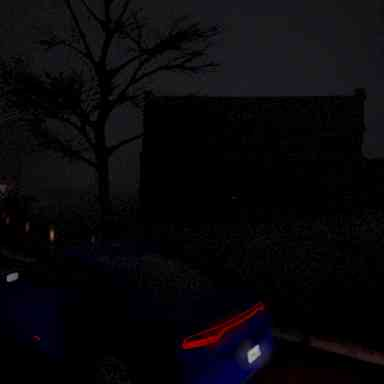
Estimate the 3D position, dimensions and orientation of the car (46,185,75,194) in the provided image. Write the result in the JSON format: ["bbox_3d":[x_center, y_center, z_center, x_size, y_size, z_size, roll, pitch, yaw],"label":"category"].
[{"bbox_3d":[-24.937,-0.628,62.190,4.553,1.767,2.185,2,2,19],"label":"car"}]

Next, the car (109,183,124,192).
[{"bbox_3d":[-19.710,-1.130,77.887,5.566,2.045,2.435,2,2,19],"label":"car"}]

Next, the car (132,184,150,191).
[{"bbox_3d":[-14.379,-1.396,93.548,4.553,1.767,2.185,2,2,19],"label":"car"}]

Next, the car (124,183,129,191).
[{"bbox_3d":[-18.635,-0.940,80.441,5.366,1.575,1.946,2,2,19],"label":"car"}]

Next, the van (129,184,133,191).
[{"bbox_3d":[-17.813,-1.233,83.067,4.442,1.987,1.878,2,2,19],"label":"van"}]

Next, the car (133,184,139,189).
[{"bbox_3d":[-17.056,-1.078,85.726,5.008,1.535,2.097,2,2,19],"label":"car"}]

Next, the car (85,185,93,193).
[{"bbox_3d":[-23.209,-0.580,67.434,4.674,1.452,2.002,2,2,19],"label":"car"}]

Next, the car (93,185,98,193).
[{"bbox_3d":[-22.297,-0.805,70.032,4.553,1.767,2.185,2,2,19],"label":"car"}]

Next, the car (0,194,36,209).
[{"bbox_3d":[-16.283,0.815,30.482,1.895,1.301,4.718,2,1,1],"label":"car"}]

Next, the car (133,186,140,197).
[{"bbox_3d":[-6.497,0.352,54.062,4.792,1.488,2.163,2,2,19],"label":"car"}]

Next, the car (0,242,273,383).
[{"bbox_3d":[-1.347,1.484,4.885,5.008,1.535,1.882,0,0,37],"label":"car"}]

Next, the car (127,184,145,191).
[{"bbox_3d":[-15.318,-1.335,90.954,4.553,1.767,2.185,2,2,19],"label":"car"}]

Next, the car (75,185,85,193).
[{"bbox_3d":[-24.094,-0.560,64.824,5.008,1.535,2.097,2,2,19],"label":"car"}]
